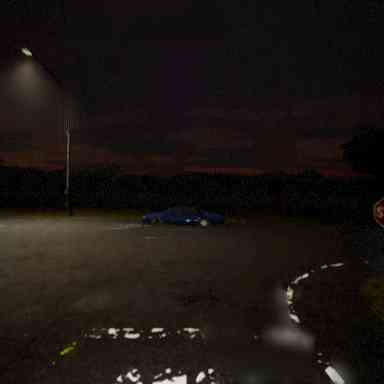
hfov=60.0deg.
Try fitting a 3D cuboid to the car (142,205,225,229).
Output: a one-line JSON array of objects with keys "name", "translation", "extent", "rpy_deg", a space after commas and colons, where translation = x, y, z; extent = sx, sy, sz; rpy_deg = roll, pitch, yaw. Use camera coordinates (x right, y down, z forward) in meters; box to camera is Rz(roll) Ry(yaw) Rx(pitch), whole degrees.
[{"name": "car", "translation": [-0.541, 1.584, 22.008], "extent": [5.357, 1.411, 2.033], "rpy_deg": [2, 0, 0]}]
